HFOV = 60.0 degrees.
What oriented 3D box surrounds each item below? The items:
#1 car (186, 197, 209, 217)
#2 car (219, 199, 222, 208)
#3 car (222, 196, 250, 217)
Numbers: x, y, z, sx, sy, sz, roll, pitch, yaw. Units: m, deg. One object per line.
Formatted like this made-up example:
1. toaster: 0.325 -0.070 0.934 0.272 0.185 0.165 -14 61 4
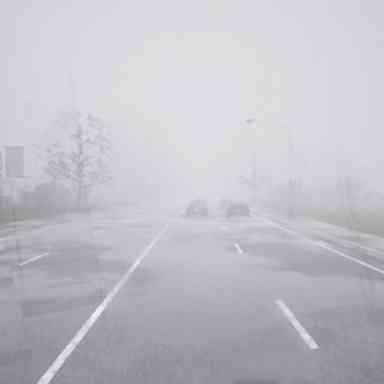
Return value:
1. car: 0.480 1.460 30.496 1.994 1.385 4.181 0 0 2
2. car: 4.783 1.324 45.215 1.882 1.535 5.008 0 0 4
3. car: 3.939 1.378 29.546 1.882 1.535 5.008 0 0 2
